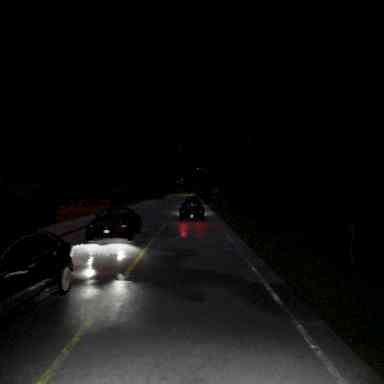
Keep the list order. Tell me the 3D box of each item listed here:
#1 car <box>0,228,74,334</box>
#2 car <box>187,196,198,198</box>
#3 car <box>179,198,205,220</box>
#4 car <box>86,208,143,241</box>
[{"bbox_3d":[-3.598,1.467,5.754,1.837,1.490,4.892,0,0,0],"label":"car"},{"bbox_3d":[0.056,1.231,41.146,1.837,1.490,4.892,0,1,0],"label":"car"},{"bbox_3d":[0.010,1.426,26.070,1.895,1.301,4.718,0,0,0],"label":"car"},{"bbox_3d":[-3.589,1.457,15.947,1.994,1.385,4.181,0,0,0],"label":"car"}]
